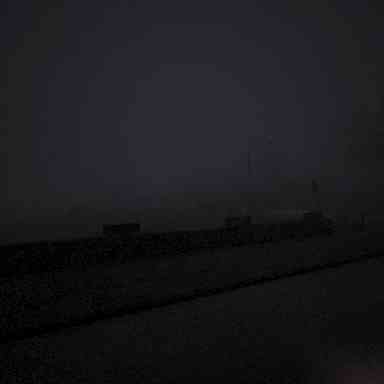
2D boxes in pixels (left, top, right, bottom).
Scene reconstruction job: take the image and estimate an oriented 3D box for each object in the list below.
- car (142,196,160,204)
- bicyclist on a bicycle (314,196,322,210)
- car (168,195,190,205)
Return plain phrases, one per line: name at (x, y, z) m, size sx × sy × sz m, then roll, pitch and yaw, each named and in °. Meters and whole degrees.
car at (-8.175, 1.478, 65.455) m, size 1.882 × 1.535 × 5.008 m, roll 0°, pitch 0°, yaw -36°
bicyclist on a bicycle at (15.190, 1.349, 40.104) m, size 1.656 × 1.620 × 0.582 m, roll 0°, pitch 0°, yaw -36°
car at (-2.302, 1.352, 57.303) m, size 2.097 × 1.767 × 4.553 m, roll 0°, pitch 0°, yaw -35°
